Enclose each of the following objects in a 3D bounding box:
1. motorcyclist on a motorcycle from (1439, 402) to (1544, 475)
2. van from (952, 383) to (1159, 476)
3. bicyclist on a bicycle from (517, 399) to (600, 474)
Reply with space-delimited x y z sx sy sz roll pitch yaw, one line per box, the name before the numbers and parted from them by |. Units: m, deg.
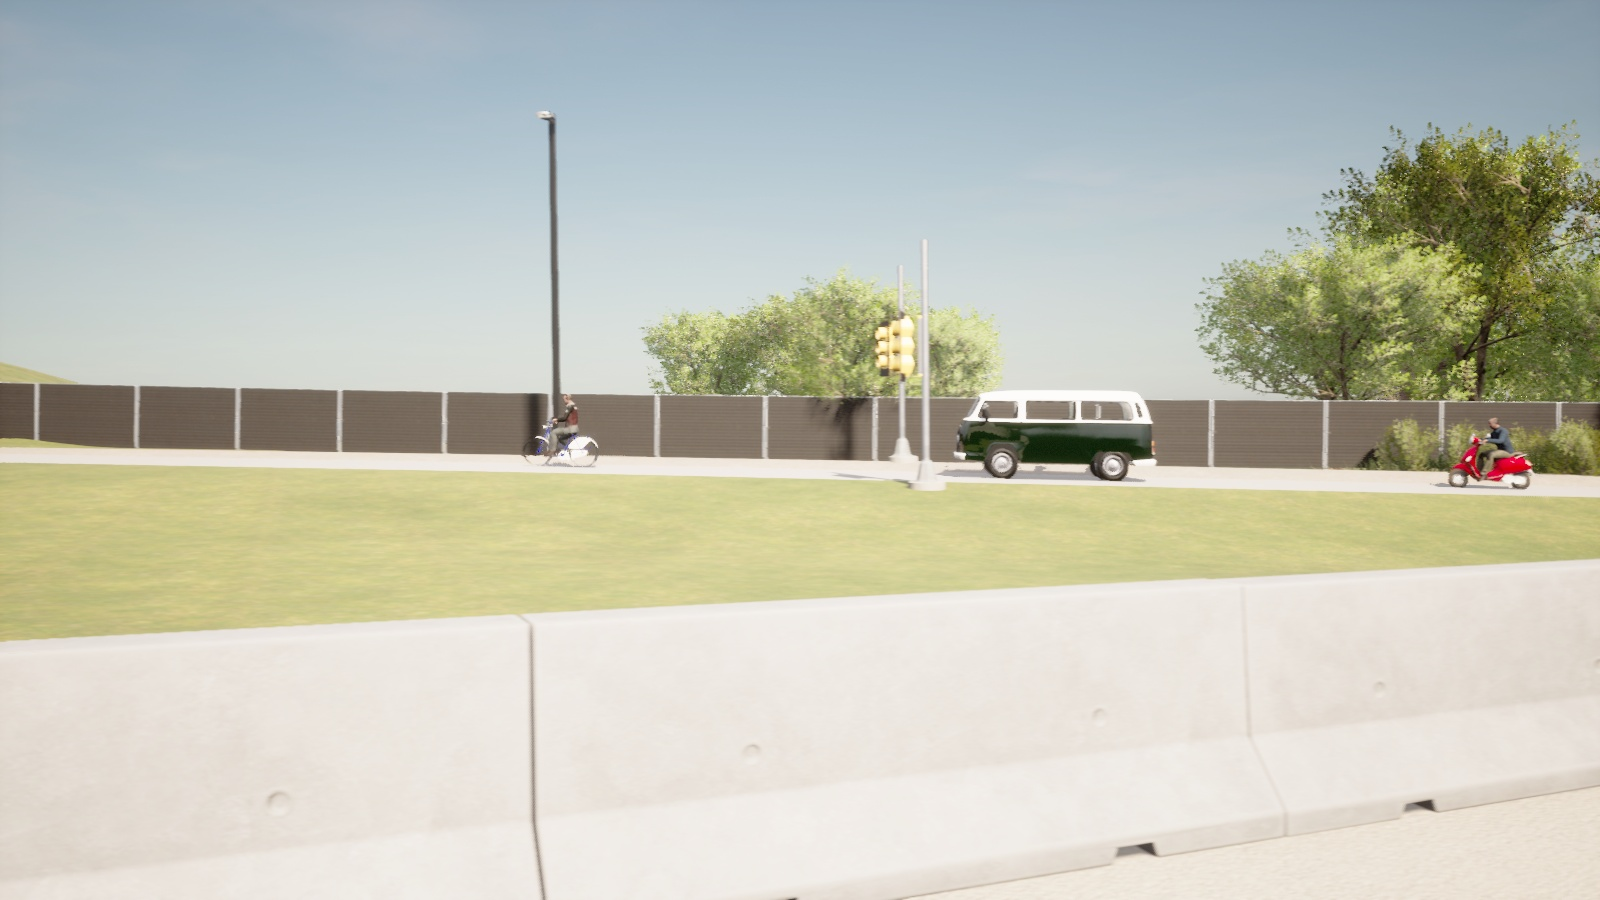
motorcyclist on a motorcycle | 15.322 -0.258 27.863 1.817 1.590 0.866 0 2 6
van | 5.759 -0.487 28.875 4.480 2.038 2.069 0 2 6
bicyclist on a bicycle | -5.786 -0.331 30.121 1.843 1.776 0.659 0 2 6
